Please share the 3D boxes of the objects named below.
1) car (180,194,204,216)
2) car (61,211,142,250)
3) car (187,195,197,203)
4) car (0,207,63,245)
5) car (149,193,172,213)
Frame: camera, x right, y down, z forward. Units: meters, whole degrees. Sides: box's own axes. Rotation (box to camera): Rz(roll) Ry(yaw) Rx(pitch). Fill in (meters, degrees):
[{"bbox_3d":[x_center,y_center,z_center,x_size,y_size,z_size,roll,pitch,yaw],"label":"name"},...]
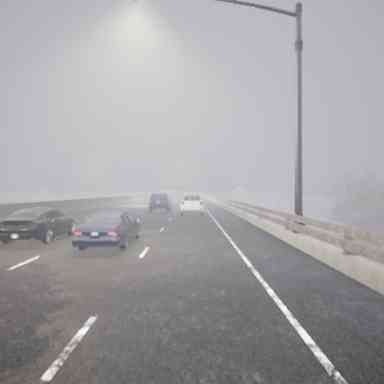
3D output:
[{"bbox_3d":[0.017,1.223,32.202,2.150,2.045,5.566,0,-1,0],"label":"car"},{"bbox_3d":[-3.395,1.509,14.127,2.033,1.411,5.357,0,0,0],"label":"car"},{"bbox_3d":[0.032,1.334,65.510,1.882,1.535,5.008,0,-1,0],"label":"car"},{"bbox_3d":[-6.894,1.464,15.356,1.837,1.490,4.892,0,0,0],"label":"car"},{"bbox_3d":[-3.384,1.121,36.176,2.150,2.045,5.566,0,0,0],"label":"car"}]
